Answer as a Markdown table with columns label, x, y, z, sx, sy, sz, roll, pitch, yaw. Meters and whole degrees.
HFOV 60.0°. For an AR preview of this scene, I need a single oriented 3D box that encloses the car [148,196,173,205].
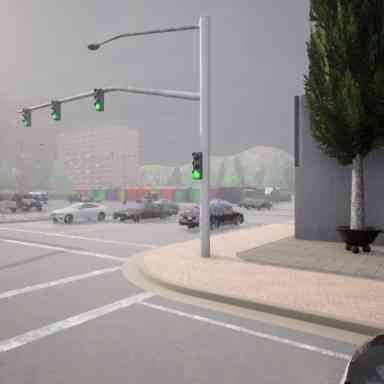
| label | x | y | z | sx | sy | sz | roll | pitch | yaw |
| --- | --- | --- | --- | --- | --- | --- | --- | --- | --- |
| car | -5.239 | 1.395 | 54.882 | 3.806 | 1.475 | 1.970 | 0 | 0 | 35 |

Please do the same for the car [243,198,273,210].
| label | x | y | z | sx | sy | sz | roll | pitch | yaw |
| --- | --- | --- | --- | --- | --- | --- | --- | --- | --- |
| car | 8.730 | 1.547 | 42.988 | 2.033 | 1.411 | 5.357 | 0 | 0 | 37 |

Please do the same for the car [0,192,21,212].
| label | x | y | z | sx | sy | sz | roll | pitch | yaw |
| --- | --- | --- | --- | --- | --- | --- | --- | --- | --- |
| car | -19.919 | 1.153 | 34.138 | 4.605 | 1.855 | 1.932 | 0 | 0 | 35 |

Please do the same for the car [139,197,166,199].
| label | x | y | z | sx | sy | sz | roll | pitch | yaw |
| --- | --- | --- | --- | --- | --- | --- | --- | --- | --- |
| car | -3.160 | 1.526 | 32.890 | 1.812 | 1.442 | 4.674 | 0 | 0 | 37 |

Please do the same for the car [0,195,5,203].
| label | x | y | z | sx | sy | sz | roll | pitch | yaw |
| --- | --- | --- | --- | --- | --- | --- | --- | --- | --- |
| car | -38.254 | 1.364 | 64.542 | 3.905 | 1.438 | 1.784 | 0 | 0 | 35 |

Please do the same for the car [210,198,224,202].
| label | x | y | z | sx | sy | sz | roll | pitch | yaw |
| --- | --- | --- | --- | --- | --- | --- | --- | --- | --- |
| car | 2.436 | 1.526 | 34.547 | 1.812 | 1.442 | 4.674 | 0 | 0 | 37 |

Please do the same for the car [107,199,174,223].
| label | x | y | z | sx | sy | sz | roll | pitch | yaw |
| --- | --- | --- | --- | --- | --- | --- | --- | --- | --- |
| car | -3.707 | 1.547 | 26.283 | 2.033 | 1.411 | 5.357 | 0 | 0 | 36 |

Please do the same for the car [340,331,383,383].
| label | x | y | z | sx | sy | sz | roll | pitch | yaw |
| --- | --- | --- | --- | --- | --- | --- | --- | --- | --- |
| car | 3.358 | 1.492 | 1.570 | 4.902 | 1.511 | 2.128 | 0 | 0 | 36 |

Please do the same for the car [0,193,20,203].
| label | x | y | z | sx | sy | sz | roll | pitch | yaw |
| --- | --- | --- | --- | --- | --- | --- | --- | --- | --- |
| car | -36.747 | 1.153 | 66.763 | 4.605 | 1.855 | 1.932 | 0 | 0 | 35 |

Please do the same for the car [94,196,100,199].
| label | x | y | z | sx | sy | sz | roll | pitch | yaw |
| --- | --- | --- | --- | --- | --- | --- | --- | --- | --- |
| car | -19.519 | 1.364 | 64.940 | 3.905 | 1.438 | 1.784 | 0 | 0 | 35 |

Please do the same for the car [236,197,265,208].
| label | x | y | z | sx | sy | sz | roll | pitch | yaw |
| --- | --- | --- | --- | --- | --- | --- | --- | --- | --- |
| car | 8.652 | 1.547 | 48.696 | 2.033 | 1.411 | 5.357 | 0 | 0 | 37 |

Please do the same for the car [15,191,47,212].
| label | x | y | z | sx | sy | sz | roll | pitch | yaw |
| --- | --- | --- | --- | --- | --- | --- | --- | --- | --- |
| car | -18.205 | 1.156 | 36.471 | 3.866 | 1.878 | 1.905 | 0 | 0 | 35 |

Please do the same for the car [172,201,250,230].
| label | x | y | z | sx | sy | sz | roll | pitch | yaw |
| --- | --- | --- | --- | --- | --- | --- | --- | --- | --- |
| car | 1.364 | 1.547 | 21.011 | 2.033 | 1.411 | 5.357 | 0 | 0 | 36 |

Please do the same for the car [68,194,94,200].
| label | x | y | z | sx | sy | sz | roll | pitch | yaw |
| --- | --- | --- | --- | --- | --- | --- | --- | --- | --- |
| car | -21.242 | 1.153 | 62.611 | 4.605 | 1.855 | 1.932 | 0 | 0 | 35 |

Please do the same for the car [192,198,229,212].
| label | x | y | z | sx | sy | sz | roll | pitch | yaw |
| --- | --- | --- | --- | --- | --- | --- | --- | --- | --- |
| car | 2.316 | 1.491 | 40.252 | 2.128 | 1.511 | 4.902 | 0 | 0 | 37 |

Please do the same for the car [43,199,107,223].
| label | x | y | z | sx | sy | sz | roll | pitch | yaw |
| --- | --- | --- | --- | --- | --- | --- | --- | --- | --- |
| car | -8.546 | 1.526 | 25.547 | 1.812 | 1.442 | 4.674 | 0 | 0 | 38 |

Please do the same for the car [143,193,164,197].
| label | x | y | z | sx | sy | sz | roll | pitch | yaw |
| --- | --- | --- | --- | --- | --- | --- | --- | --- | --- |
| car | -6.918 | 1.156 | 52.523 | 3.866 | 1.878 | 1.905 | 0 | 0 | 35 |
